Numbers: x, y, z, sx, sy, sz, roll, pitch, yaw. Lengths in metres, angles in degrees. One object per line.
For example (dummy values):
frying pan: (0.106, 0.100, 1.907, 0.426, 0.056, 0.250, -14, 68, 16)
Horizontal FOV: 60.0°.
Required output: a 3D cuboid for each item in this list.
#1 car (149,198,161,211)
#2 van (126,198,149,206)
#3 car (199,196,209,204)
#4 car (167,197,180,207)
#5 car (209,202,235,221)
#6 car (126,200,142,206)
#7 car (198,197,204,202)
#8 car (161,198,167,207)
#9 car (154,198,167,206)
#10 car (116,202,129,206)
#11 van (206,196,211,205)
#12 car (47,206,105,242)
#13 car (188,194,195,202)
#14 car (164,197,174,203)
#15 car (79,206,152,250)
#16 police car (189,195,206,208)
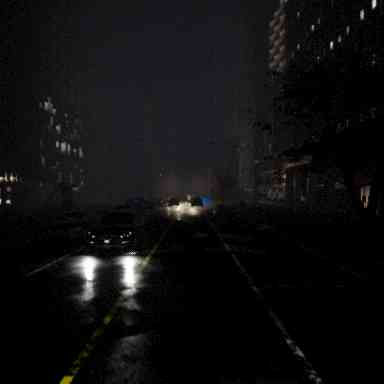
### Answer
car: (-5.757, 1.764, 44.834, 1.887, 1.381, 4.507, -1, 0, 0)
van: (-5.747, 1.501, 33.585, 1.690, 1.788, 3.998, -1, 0, 0)
car: (2.586, 1.817, 72.971, 1.967, 1.590, 4.097, -1, 0, 0)
car: (-3.128, 1.789, 56.911, 1.837, 1.490, 4.892, 0, 0, 0)
car: (2.644, 1.713, 27.971, 1.802, 1.307, 4.206, -1, 0, 0)
car: (-5.736, 1.676, 27.960, 1.887, 1.381, 4.507, -1, 0, 0)
car: (2.560, 2.040, 95.641, 1.752, 1.417, 4.829, -1, 0, 0)
car: (-5.771, 1.831, 56.085, 2.008, 1.369, 4.403, -1, 0, 0)
car: (-5.778, 1.863, 61.710, 2.008, 1.369, 4.403, -1, 0, 0)
car: (-5.730, 1.628, 22.166, 1.752, 1.417, 4.829, -1, 0, 0)
van: (2.598, 1.652, 61.722, 1.690, 1.788, 3.998, -1, 0, 0)
car: (-5.722, 1.627, 16.710, 2.008, 1.369, 4.403, -1, 0, 0)
car: (0.810, 1.675, 63.817, 2.097, 1.767, 4.553, 0, 0, 0)
car: (-5.806, 1.995, 84.209, 2.008, 1.369, 4.403, -1, 0, 0)
car: (-3.117, 1.571, 14.604, 1.837, 1.490, 4.892, 0, 0, 0)
police car: (0.833, 1.693, 53.954, 1.930, 1.638, 5.238, 0, 0, 0)
